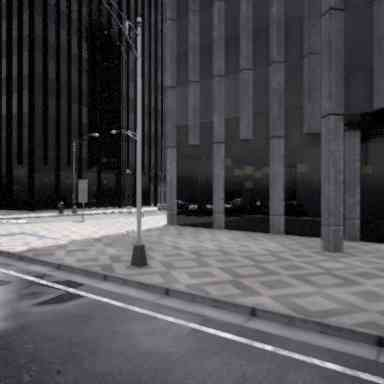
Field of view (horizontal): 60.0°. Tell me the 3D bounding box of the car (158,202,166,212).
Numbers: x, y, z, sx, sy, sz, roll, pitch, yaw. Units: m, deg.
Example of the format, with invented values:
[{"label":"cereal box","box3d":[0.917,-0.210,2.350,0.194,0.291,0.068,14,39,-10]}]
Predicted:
[{"label":"car","box3d":[-2.269,1.710,41.777,1.812,1.442,4.674,0,0,36]}]
